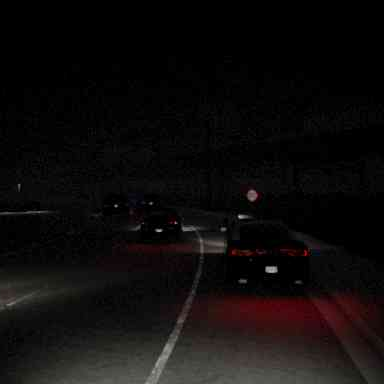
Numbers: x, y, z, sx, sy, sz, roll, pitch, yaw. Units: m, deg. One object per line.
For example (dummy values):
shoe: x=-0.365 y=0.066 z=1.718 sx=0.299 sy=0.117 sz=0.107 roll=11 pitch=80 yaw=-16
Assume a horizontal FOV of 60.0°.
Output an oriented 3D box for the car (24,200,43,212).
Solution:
car: x=-20.441 y=1.745 z=42.738 sx=2.033 sy=1.411 sz=5.357 roll=-1 pitch=0 yaw=-31

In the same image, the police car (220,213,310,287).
police car: x=1.861 y=1.416 z=9.526 sx=1.930 sy=1.638 sz=5.238 roll=0 pitch=0 yaw=4

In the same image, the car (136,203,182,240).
car: x=-1.511 y=1.523 z=16.919 sx=1.812 sy=1.442 sz=4.674 roll=0 pitch=0 yaw=-2

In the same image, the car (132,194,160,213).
car: x=-4.872 y=1.240 z=34.963 sx=2.150 sy=2.045 sz=5.566 roll=0 pitch=0 yaw=-19

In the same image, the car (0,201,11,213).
car: x=-23.400 y=1.788 z=40.873 sx=2.033 sy=1.411 sz=5.357 roll=-1 pitch=0 yaw=-31

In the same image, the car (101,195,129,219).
car: x=-6.956 y=1.257 z=29.972 sx=2.150 sy=2.045 sz=5.566 roll=0 pitch=0 yaw=-15
